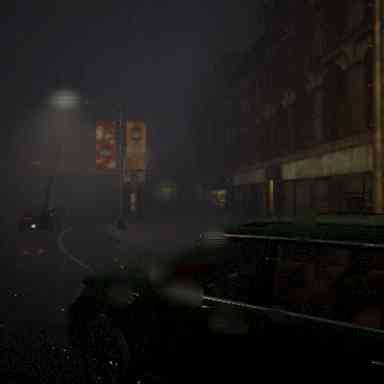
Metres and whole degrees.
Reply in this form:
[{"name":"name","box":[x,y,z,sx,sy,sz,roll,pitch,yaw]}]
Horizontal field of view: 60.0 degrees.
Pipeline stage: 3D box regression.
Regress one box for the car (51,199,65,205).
[{"name":"car","box":[-30.324,2.169,75.431,1.895,1.301,4.718,0,0,-7]}]

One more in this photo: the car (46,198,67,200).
[{"name":"car","box":[-20.847,1.999,52.236,1.895,1.301,4.718,0,0,-7]}]

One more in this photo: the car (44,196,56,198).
[{"name":"car","box":[-29.363,1.750,68.100,2.435,2.045,5.566,0,0,-7]}]

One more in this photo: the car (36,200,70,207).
[{"name":"car","box":[-15.169,1.880,36.496,1.895,1.301,4.718,0,0,-7]}]

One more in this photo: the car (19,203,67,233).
[{"name":"car","box":[-9.411,1.667,20.993,1.837,1.490,4.892,-1,0,-12]}]

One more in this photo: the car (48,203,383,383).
[{"name":"car","box":[1.031,1.244,3.336,5.566,2.045,2.150,-1,0,39]}]

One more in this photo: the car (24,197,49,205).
[{"name":"car","box":[-24.292,1.946,51.612,2.033,1.411,5.357,0,0,-7]}]
